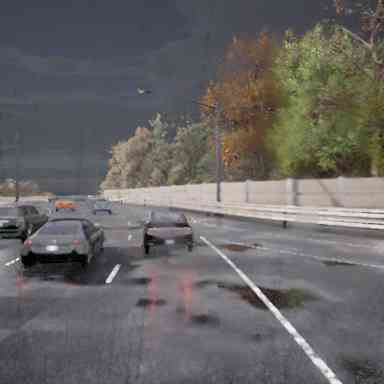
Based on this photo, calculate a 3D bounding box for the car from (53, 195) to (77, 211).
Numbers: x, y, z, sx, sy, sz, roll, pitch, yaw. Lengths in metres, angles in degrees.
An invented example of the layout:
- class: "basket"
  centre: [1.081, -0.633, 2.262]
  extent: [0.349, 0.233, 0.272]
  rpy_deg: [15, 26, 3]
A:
- class: "car"
  centre: [-16.358, 1.445, 42.676]
  extent: [2.097, 1.767, 4.553]
  rpy_deg: [0, 0, -24]

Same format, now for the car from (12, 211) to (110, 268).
- class: "car"
  centre: [-4.240, 1.588, 11.543]
  extent: [1.994, 1.385, 4.181]
  rpy_deg: [0, 0, -7]

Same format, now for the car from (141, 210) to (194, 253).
- class: "car"
  centre: [-1.068, 1.500, 13.831]
  extent: [2.128, 1.511, 4.902]
  rpy_deg: [0, 0, -7]

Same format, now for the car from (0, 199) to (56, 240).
- class: "car"
  centre: [-8.415, 1.398, 16.100]
  extent: [2.097, 1.767, 4.553]
  rpy_deg: [0, 0, -9]

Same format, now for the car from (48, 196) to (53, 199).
- class: "car"
  centre: [-28.590, 1.476, 69.279]
  extent: [1.837, 1.490, 4.892]
  rpy_deg: [0, 0, -42]

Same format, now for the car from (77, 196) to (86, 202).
- class: "car"
  centre: [-24.011, 1.548, 71.145]
  extent: [1.895, 1.301, 4.718]
  rpy_deg: [0, 0, -26]

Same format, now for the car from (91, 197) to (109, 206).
- class: "car"
  centre: [-15.811, 1.599, 57.005]
  extent: [1.837, 1.490, 4.892]
  rpy_deg: [0, 0, -31]

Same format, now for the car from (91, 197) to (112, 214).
- class: "car"
  centre: [-9.849, 1.605, 36.097]
  extent: [2.033, 1.411, 5.357]
  rpy_deg: [0, 0, -20]
